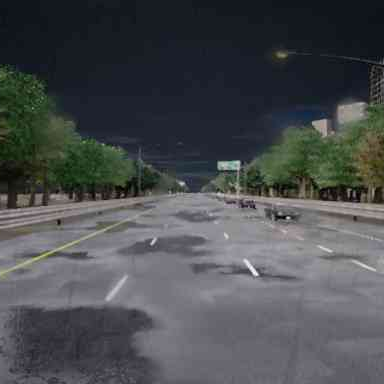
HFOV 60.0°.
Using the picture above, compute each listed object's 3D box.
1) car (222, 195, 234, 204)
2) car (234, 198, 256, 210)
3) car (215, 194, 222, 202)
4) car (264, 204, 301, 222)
[{"bbox_3d":[7.184,1.644,62.022,1.895,1.301,4.718,0,0,0],"label":"car"},{"bbox_3d":[7.087,1.535,43.558,1.837,1.490,4.892,0,0,0],"label":"car"},{"bbox_3d":[7.326,1.573,80.999,2.128,1.511,4.902,0,0,1],"label":"car"},{"bbox_3d":[7.028,1.617,26.433,1.895,1.301,4.718,0,0,0],"label":"car"}]
